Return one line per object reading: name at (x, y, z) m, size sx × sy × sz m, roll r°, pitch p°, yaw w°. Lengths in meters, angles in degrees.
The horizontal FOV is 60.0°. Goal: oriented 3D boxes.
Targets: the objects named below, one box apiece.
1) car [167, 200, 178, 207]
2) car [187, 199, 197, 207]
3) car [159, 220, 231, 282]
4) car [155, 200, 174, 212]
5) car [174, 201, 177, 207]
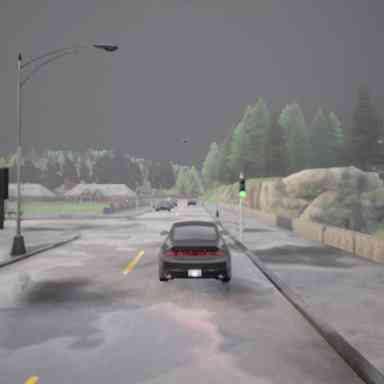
car at (-3.999, 2.408, 68.177) m, size 1.895 × 1.301 × 4.718 m, roll 0°, pitch -1°, yaw 0°
car at (0.001, 2.197, 69.234) m, size 1.882 × 1.535 × 5.008 m, roll 0°, pitch -1°, yaw 0°
car at (0.078, 1.627, 10.088) m, size 1.837 × 1.490 × 4.892 m, roll 0°, pitch 0°, yaw 0°
car at (-4.094, 2.133, 47.982) m, size 1.994 × 1.385 × 4.181 m, roll 0°, pitch -1°, yaw 0°
car at (-4.076, 2.192, 57.997) m, size 1.837 × 1.490 × 4.892 m, roll 0°, pitch -1°, yaw 0°
